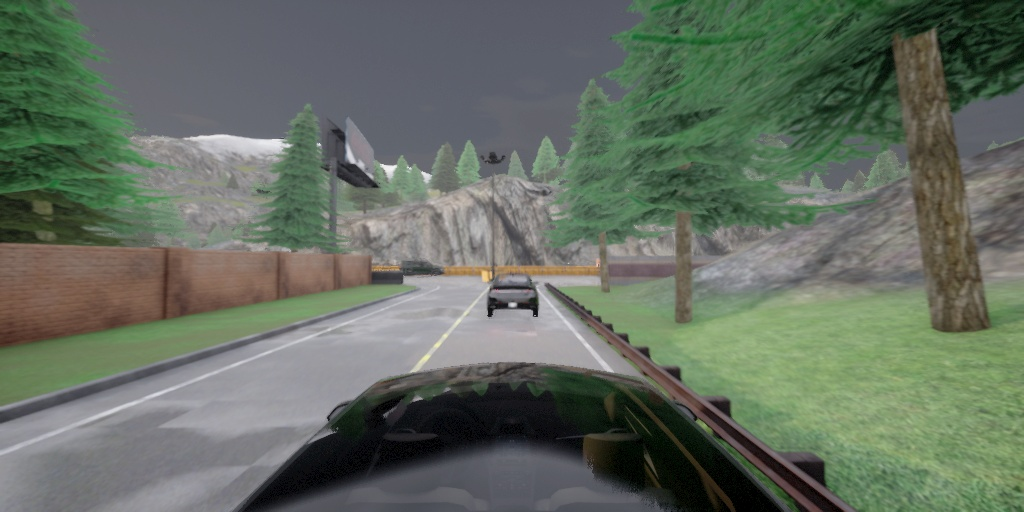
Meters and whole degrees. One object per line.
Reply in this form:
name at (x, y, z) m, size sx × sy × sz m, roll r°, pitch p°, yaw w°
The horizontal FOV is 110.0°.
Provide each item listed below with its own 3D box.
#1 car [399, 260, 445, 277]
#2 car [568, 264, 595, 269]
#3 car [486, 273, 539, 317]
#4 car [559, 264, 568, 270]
car at (-11.167, 1.578, 44.635) m, size 5.566 × 2.045 × 2.150 m, roll 0°, pitch -1°, yaw -1°
car at (11.577, 2.037, 55.713) m, size 4.674 × 1.442 × 1.812 m, roll 0°, pitch -1°, yaw -1°
car at (0.045, 1.412, 14.118) m, size 2.128 × 1.511 × 4.902 m, roll 0°, pitch -1°, yaw 1°
car at (9.072, 2.109, 62.600) m, size 4.892 × 1.490 × 1.837 m, roll 0°, pitch -1°, yaw 0°
